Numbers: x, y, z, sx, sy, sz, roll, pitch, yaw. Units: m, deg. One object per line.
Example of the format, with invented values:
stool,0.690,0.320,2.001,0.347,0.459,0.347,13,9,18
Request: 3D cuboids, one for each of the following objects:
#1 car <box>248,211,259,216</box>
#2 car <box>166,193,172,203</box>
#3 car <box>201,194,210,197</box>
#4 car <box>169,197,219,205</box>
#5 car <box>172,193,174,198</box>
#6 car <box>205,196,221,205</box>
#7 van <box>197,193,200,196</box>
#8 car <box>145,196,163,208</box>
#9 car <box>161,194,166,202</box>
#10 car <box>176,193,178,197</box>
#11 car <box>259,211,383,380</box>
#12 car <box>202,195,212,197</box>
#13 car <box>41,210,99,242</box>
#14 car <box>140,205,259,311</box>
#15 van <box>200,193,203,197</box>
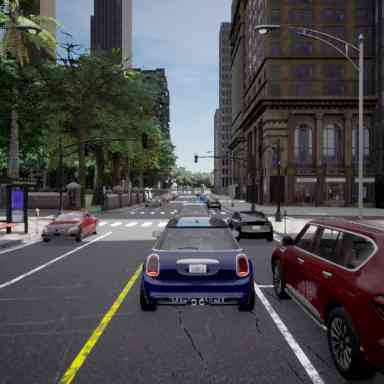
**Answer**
car,2.750,1.562,16.267,1.947,1.339,4.313,0,0,0
car,-5.803,1.396,69.821,1.967,1.590,4.097,0,0,0
car,2.731,1.499,53.715,1.752,1.417,4.829,0,0,0
car,0.091,1.348,17.449,2.097,1.767,4.553,0,0,0
car,-5.806,1.264,75.242,2.192,1.841,5.009,0,0,0
car,2.737,1.548,42.704,1.947,1.339,4.313,0,0,0
van,2.717,1.282,80.647,1.690,1.788,3.998,0,0,0
car,-5.791,1.529,48.140,2.008,1.369,4.403,0,0,0
car,-5.795,1.414,53.560,1.967,1.590,4.097,0,0,0
car,-5.814,1.239,91.502,2.192,1.841,5.009,0,0,0
car,2.755,1.314,5.417,2.192,1.841,5.009,0,0,0
car,2.734,1.544,48.125,1.947,1.339,4.313,0,0,0
car,-5.775,1.578,16.281,1.802,1.307,4.206,0,0,0
car,0.098,1.351,7.915,2.097,1.767,4.553,0,0,0
van,2.728,1.310,58.965,1.690,1.788,3.998,0,0,0
